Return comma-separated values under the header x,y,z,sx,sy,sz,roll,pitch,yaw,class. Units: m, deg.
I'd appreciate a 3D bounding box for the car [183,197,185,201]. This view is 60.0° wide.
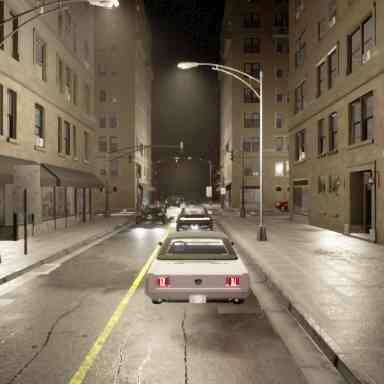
x,y,z,sx,sy,sz,roll,pitch,yaw,class
-2.819,1.552,58.190,2.128,1.511,4.902,0,0,0,car

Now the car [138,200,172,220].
x,y,z,sx,sy,sz,roll,pitch,yaw,class
-2.746,1.482,23.495,1.994,1.385,4.181,0,0,0,car

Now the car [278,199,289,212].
x,y,z,sx,sy,sz,roll,pitch,yaw,class
12.243,1.532,35.999,4.892,1.490,1.837,0,0,0,car

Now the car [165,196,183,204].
x,y,z,sx,sy,sz,roll,pitch,yaw,class
-2.834,1.398,48.979,2.097,1.767,4.553,0,0,0,car

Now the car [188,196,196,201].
x,y,z,sx,sy,sz,roll,pitch,yaw,class
0.019,1.618,76.073,2.128,1.511,4.902,0,0,0,car

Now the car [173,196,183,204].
x,y,z,sx,sy,sz,roll,pitch,yaw,class
-2.755,1.582,67.658,1.837,1.490,4.892,0,0,1,car

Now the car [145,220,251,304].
x,y,z,sx,sy,sz,roll,pitch,yaw,class
0.106,1.602,8.074,1.895,1.301,4.718,0,0,0,car

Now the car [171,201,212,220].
x,y,z,sx,sy,sz,roll,pitch,yaw,class
0.109,1.499,18.295,2.128,1.511,4.902,0,0,-1,car

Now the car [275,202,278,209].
x,y,z,sx,sy,sz,roll,pitch,yaw,class
12.274,1.353,38.536,5.009,1.841,2.192,0,0,0,car

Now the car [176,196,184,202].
x,y,z,sx,sy,sz,roll,pitch,yaw,class
-2.734,1.616,77.946,1.812,1.442,4.674,0,0,0,car
